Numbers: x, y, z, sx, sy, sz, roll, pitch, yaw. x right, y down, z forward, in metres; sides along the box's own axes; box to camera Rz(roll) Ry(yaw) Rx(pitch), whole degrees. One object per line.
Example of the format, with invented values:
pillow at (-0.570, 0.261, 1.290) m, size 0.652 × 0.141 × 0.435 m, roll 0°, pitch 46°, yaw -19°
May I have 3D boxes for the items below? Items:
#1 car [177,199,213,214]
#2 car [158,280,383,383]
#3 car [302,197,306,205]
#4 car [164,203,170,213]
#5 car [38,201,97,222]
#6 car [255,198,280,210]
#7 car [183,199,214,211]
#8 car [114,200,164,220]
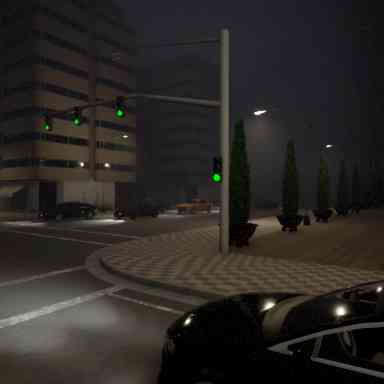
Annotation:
car at (0.368, 1.533, 36.316) m, size 1.882 × 1.535 × 5.008 m, roll 0°, pitch 0°, yaw 35°
car at (1.895, 1.492, 2.622) m, size 4.902 × 1.511 × 2.128 m, roll 0°, pitch 0°, yaw 36°
car at (17.253, 1.407, 53.835) m, size 2.097 × 1.767 × 4.553 m, roll 0°, pitch 0°, yaw 35°
car at (-4.538, 1.603, 35.443) m, size 2.033 × 1.411 × 5.357 m, roll 0°, pitch 0°, yaw 35°
car at (-10.160, 1.560, 27.487) m, size 1.837 × 1.490 × 4.892 m, roll 0°, pitch 0°, yaw 35°
car at (9.843, 1.545, 43.316) m, size 2.128 × 1.511 × 4.902 m, roll 0°, pitch 0°, yaw 35°
car at (0.916, 1.619, 43.131) m, size 1.994 × 1.385 × 4.181 m, roll 0°, pitch 0°, yaw 36°
car at (-4.784, 1.619, 29.030) m, size 1.994 × 1.385 × 4.181 m, roll 0°, pitch 0°, yaw 35°
